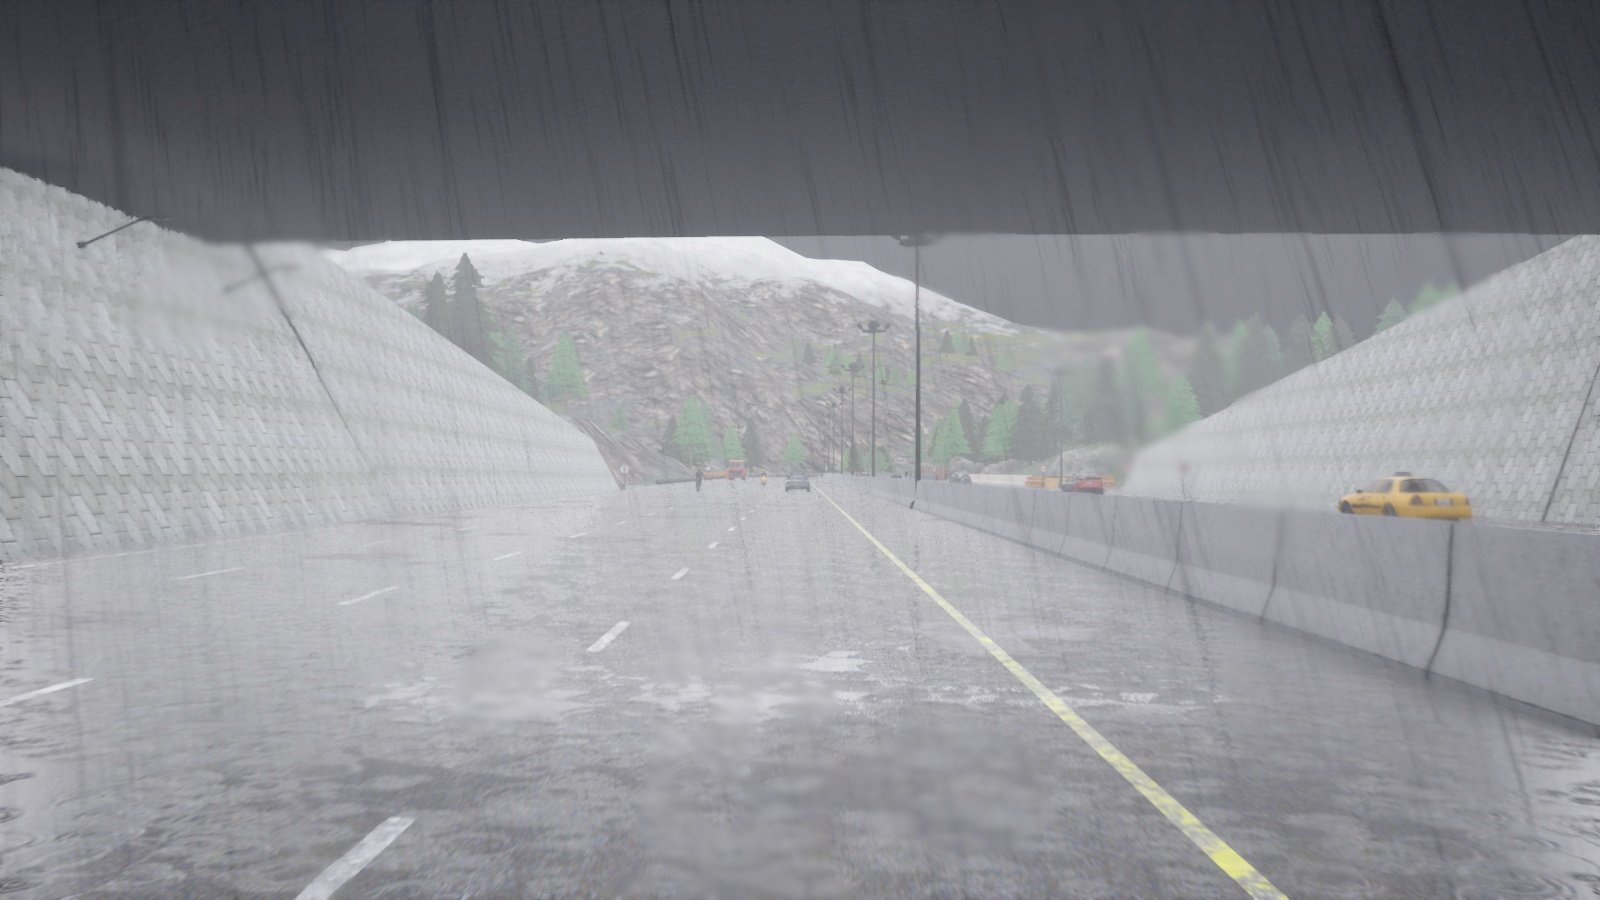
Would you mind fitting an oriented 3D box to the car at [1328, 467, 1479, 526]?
[{"bbox_3d":[17.427,1.296,36.588,1.801,1.575,5.366,0,-1,0],"label":"car"}]

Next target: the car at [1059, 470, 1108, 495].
[{"bbox_3d":[17.374,1.985,77.229,2.007,1.525,4.514,0,-1,0],"label":"car"}]

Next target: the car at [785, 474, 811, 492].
[{"bbox_3d":[-0.148,2.510,95.231,1.895,1.301,4.718,0,-1,0],"label":"car"}]
